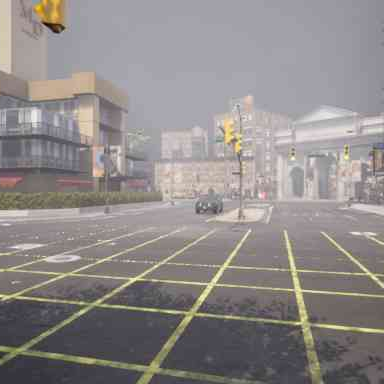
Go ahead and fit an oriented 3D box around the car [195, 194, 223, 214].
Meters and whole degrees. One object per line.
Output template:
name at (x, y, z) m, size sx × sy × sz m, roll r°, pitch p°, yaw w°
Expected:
car at (1.956, 1.221, 35.833) m, size 2.150 × 2.045 × 5.566 m, roll 0°, pitch 0°, yaw 15°
